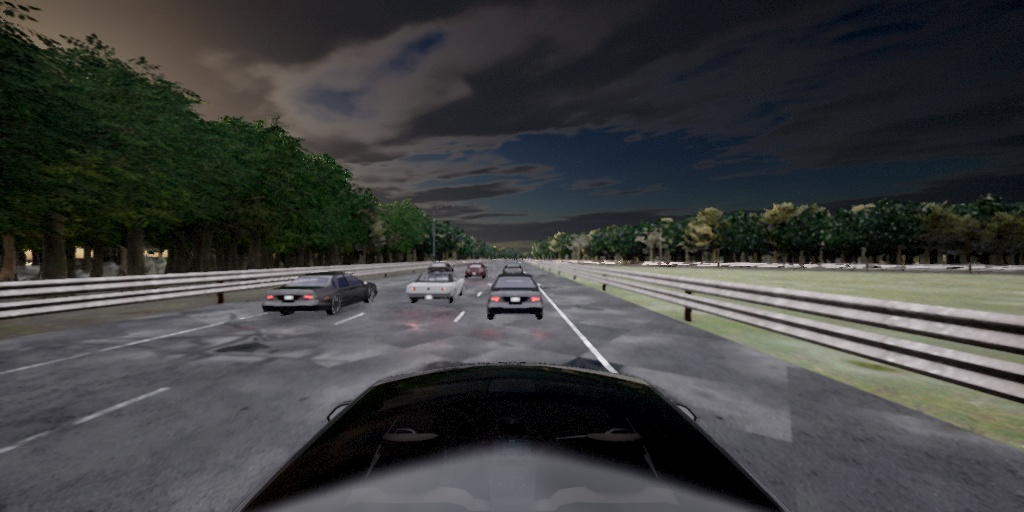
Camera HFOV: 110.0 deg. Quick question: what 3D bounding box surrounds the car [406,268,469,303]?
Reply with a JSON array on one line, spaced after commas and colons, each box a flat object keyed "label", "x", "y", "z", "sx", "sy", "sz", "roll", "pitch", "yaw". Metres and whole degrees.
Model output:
[{"label": "car", "x": -3.409, "y": 1.399, "z": 16.914, "sx": 1.895, "sy": 1.301, "sz": 4.718, "roll": 0, "pitch": 0, "yaw": 0}]

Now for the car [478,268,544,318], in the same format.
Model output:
[{"label": "car", "x": 0.099, "y": 1.336, "z": 13.063, "sx": 2.033, "sy": 1.411, "sz": 5.357, "roll": 0, "pitch": 0, "yaw": 0}]

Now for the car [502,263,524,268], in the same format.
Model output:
[{"label": "car", "x": 0.091, "y": 1.359, "z": 33.547, "sx": 2.128, "sy": 1.511, "sz": 4.902, "roll": 0, "pitch": 0, "yaw": 0}]

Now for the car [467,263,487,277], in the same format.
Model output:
[{"label": "car", "x": -3.408, "y": 1.398, "z": 34.619, "sx": 1.812, "sy": 1.442, "sz": 4.674, "roll": 0, "pitch": 0, "yaw": 0}]

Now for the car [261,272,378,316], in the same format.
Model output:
[{"label": "car", "x": -6.906, "y": 1.325, "z": 13.596, "sx": 2.033, "sy": 1.411, "sz": 5.357, "roll": 0, "pitch": 0, "yaw": 0}]

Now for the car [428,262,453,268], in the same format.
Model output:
[{"label": "car", "x": -6.910, "y": 1.352, "z": 35.145, "sx": 1.882, "sy": 1.535, "sz": 5.008, "roll": 0, "pitch": 0, "yaw": 0}]
